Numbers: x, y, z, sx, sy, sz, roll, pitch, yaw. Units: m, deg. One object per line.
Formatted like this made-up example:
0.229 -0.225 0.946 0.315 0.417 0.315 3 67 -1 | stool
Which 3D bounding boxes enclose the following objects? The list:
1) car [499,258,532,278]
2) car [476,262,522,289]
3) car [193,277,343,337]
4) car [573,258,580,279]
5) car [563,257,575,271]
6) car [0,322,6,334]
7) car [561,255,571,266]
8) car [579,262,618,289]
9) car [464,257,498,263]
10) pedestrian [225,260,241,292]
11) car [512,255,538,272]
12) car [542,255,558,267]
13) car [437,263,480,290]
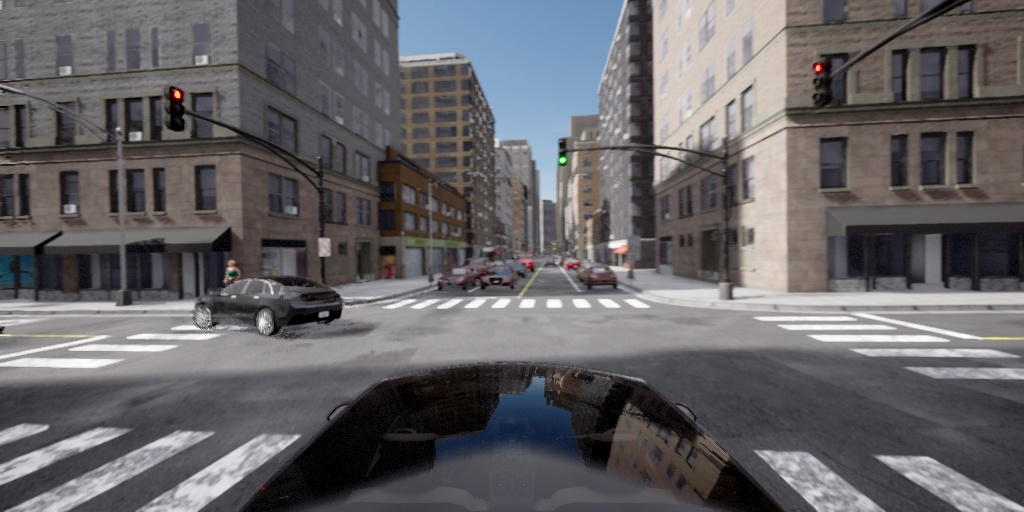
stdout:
0.413 1.210 32.667 2.033 1.411 5.357 -1 0 6 | car
-0.700 1.266 22.300 1.994 1.385 4.181 -1 0 6 | car
-7.259 1.358 10.629 4.892 1.490 1.837 -1 -2 24 | car
5.799 1.119 26.988 1.751 1.417 4.829 0 0 6 | car
7.552 1.080 43.413 1.888 1.381 4.507 0 0 6 | car
-15.775 1.611 8.690 5.357 1.411 2.033 -1 1 6 | car
8.143 0.957 48.945 1.967 1.591 4.097 0 0 6 | car
5.190 1.197 21.287 1.802 1.307 4.207 0 0 6 | car
-2.698 1.034 27.698 2.192 1.841 5.009 0 0 6 | car
-11.066 1.026 14.226 0.375 1.860 0.375 -1 1 6 | pedestrian
1.572 0.847 43.071 2.150 2.045 5.566 -1 0 6 | car
6.660 1.069 62.064 2.033 1.411 5.357 -1 0 6 | car
-3.289 1.323 22.165 1.802 1.307 4.207 0 0 6 | car
